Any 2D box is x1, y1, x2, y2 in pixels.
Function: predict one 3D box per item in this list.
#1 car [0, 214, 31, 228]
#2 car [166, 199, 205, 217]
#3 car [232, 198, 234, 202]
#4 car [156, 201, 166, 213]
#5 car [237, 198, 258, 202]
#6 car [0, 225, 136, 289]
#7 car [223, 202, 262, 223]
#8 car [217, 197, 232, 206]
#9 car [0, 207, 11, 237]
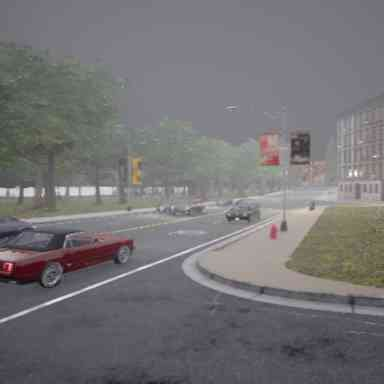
[{"bbox_3d":[-8.841,1.620,13.908,1.994,1.385,4.181,0,0,24],"label":"car"},{"bbox_3d":[-0.348,1.455,33.113,2.097,1.767,4.553,0,0,24],"label":"car"},{"bbox_3d":[8.491,1.592,52.906,2.033,1.411,5.357,0,0,24],"label":"car"},{"bbox_3d":[-2.185,1.574,36.989,2.128,1.511,4.902,0,0,24],"label":"car"},{"bbox_3d":[7.531,1.638,42.687,2.033,1.411,5.357,0,0,24],"label":"car"},{"bbox_3d":[-3.577,1.672,9.504,1.895,1.301,4.718,0,0,24],"label":"car"},{"bbox_3d":[4.327,1.738,27.143,1.895,1.301,4.718,0,0,24],"label":"car"},{"bbox_3d":[5.518,1.553,54.217,2.128,1.511,4.902,0,0,24],"label":"car"},{"bbox_3d":[-11.506,1.550,15.918,1.837,1.490,4.892,0,0,24],"label":"car"}]
